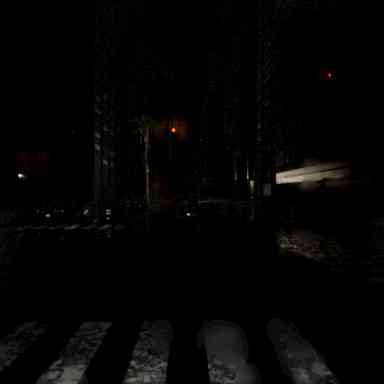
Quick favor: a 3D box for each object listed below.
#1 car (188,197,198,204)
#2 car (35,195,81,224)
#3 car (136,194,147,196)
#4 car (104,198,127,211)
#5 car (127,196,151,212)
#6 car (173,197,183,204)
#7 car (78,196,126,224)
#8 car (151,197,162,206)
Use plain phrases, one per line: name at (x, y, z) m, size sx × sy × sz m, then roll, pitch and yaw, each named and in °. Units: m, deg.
car at (0.210, 1.758, 69.897) m, size 1.994 × 1.385 × 4.181 m, roll 0°, pitch 0°, yaw 0°
car at (-9.810, 1.263, 25.414) m, size 2.150 × 2.045 × 5.566 m, roll 0°, pitch 0°, yaw 0°
car at (-9.658, 1.391, 63.045) m, size 2.150 × 2.045 × 5.566 m, roll 0°, pitch 0°, yaw 0°
car at (-9.777, 1.567, 42.961) m, size 1.882 × 1.535 × 5.008 m, roll 0°, pitch 0°, yaw 0°
car at (-6.536, 1.557, 39.867) m, size 1.882 × 1.535 × 5.008 m, roll 0°, pitch 0°, yaw 0°
car at (-3.040, 1.758, 69.876) m, size 1.994 × 1.385 × 4.181 m, roll 0°, pitch 0°, yaw 0°
car at (-6.560, 1.393, 24.898) m, size 2.097 × 1.767 × 4.553 m, roll 0°, pitch 0°, yaw 0°
car at (-6.440, 1.632, 60.006) m, size 1.882 × 1.535 × 5.008 m, roll 0°, pitch 0°, yaw 1°
